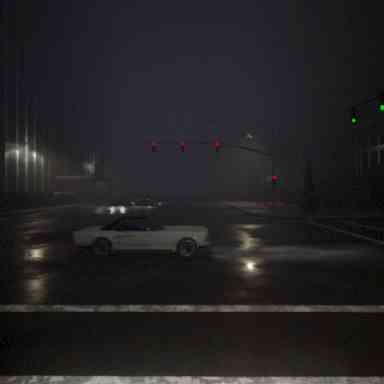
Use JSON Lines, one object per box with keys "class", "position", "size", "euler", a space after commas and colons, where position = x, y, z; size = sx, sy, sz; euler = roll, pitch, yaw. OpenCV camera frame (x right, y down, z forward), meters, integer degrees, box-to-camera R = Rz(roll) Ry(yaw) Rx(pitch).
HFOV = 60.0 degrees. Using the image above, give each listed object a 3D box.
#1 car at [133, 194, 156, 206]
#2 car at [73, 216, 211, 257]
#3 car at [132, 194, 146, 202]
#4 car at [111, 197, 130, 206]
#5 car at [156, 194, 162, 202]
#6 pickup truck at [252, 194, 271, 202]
{"class": "car", "position": [-6.986, 1.131, 48.750], "size": [2.097, 1.767, 4.553], "euler": [0, 0, 0]}
{"class": "car", "position": [-1.683, 1.545, 12.095], "size": [4.718, 1.301, 1.895], "euler": [0, 0, 1]}
{"class": "car", "position": [-10.387, 1.207, 65.302], "size": [1.837, 1.490, 4.892], "euler": [0, 0, 1]}
{"class": "car", "position": [-10.489, 1.380, 48.710], "size": [1.895, 1.301, 4.718], "euler": [0, 0, 0]}
{"class": "car", "position": [-6.901, 1.185, 64.532], "size": [1.882, 1.535, 5.008], "euler": [0, 0, 1]}
{"class": "pickup truck", "position": [13.253, 0.777, 62.417], "size": [2.390, 2.098, 6.274], "euler": [0, 0, 31]}
